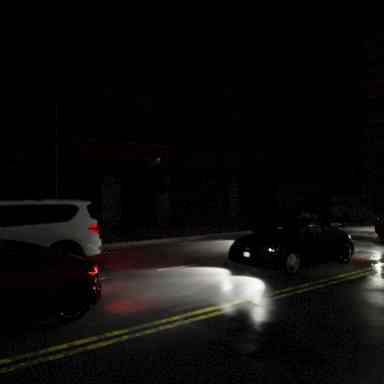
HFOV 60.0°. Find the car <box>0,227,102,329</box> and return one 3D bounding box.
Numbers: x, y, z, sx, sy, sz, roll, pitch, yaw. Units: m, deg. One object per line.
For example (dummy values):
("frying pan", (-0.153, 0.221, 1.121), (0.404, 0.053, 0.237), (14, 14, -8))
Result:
("car", (-3.729, 1.564, 5.641), (4.181, 1.385, 1.994), (0, 0, -37))

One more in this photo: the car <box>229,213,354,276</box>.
("car", (3.171, 1.564, 10.419), (4.181, 1.385, 1.994), (0, 0, -34))

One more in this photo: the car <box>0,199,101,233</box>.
("car", (-5.255, 1.222, 8.855), (5.566, 2.045, 2.150), (0, 0, -35))

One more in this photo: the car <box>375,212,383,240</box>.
("car", (11.006, 1.221, 15.823), (5.566, 2.045, 2.150), (0, 0, -34))

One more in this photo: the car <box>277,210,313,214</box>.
("car", (4.785, 1.563, 15.787), (4.181, 1.385, 1.994), (0, 0, -35))
